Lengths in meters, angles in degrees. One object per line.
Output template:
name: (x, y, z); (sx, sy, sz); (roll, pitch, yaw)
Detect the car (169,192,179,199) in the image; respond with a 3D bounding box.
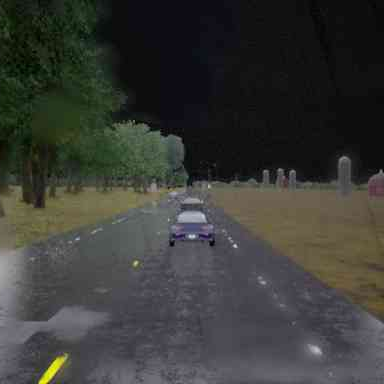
car: (-3.500, 0.705, 65.632); (1.812, 1.442, 4.674); (0, 1, 0)

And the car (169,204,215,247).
car: (0.000, 1.467, 14.645); (1.812, 1.442, 4.674); (0, 0, 0)

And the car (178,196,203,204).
car: (0.000, 1.243, 29.639); (1.882, 1.535, 5.008); (0, 1, 0)
